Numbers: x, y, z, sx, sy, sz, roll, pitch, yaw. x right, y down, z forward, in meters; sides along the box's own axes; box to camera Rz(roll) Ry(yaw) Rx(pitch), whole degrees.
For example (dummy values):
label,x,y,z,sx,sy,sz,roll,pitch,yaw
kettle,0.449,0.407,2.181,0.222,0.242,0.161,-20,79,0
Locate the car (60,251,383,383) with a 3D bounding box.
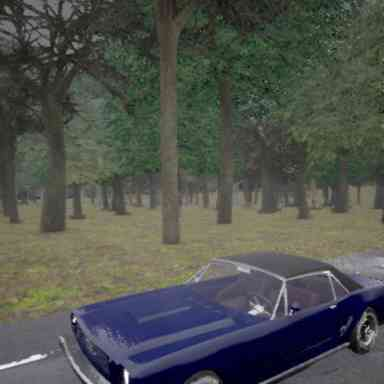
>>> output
label,x,y,z,sx,sy,sz,roll,pitch,yaw
car,0.803,1.593,4.536,4.718,1.301,1.895,0,0,-35
